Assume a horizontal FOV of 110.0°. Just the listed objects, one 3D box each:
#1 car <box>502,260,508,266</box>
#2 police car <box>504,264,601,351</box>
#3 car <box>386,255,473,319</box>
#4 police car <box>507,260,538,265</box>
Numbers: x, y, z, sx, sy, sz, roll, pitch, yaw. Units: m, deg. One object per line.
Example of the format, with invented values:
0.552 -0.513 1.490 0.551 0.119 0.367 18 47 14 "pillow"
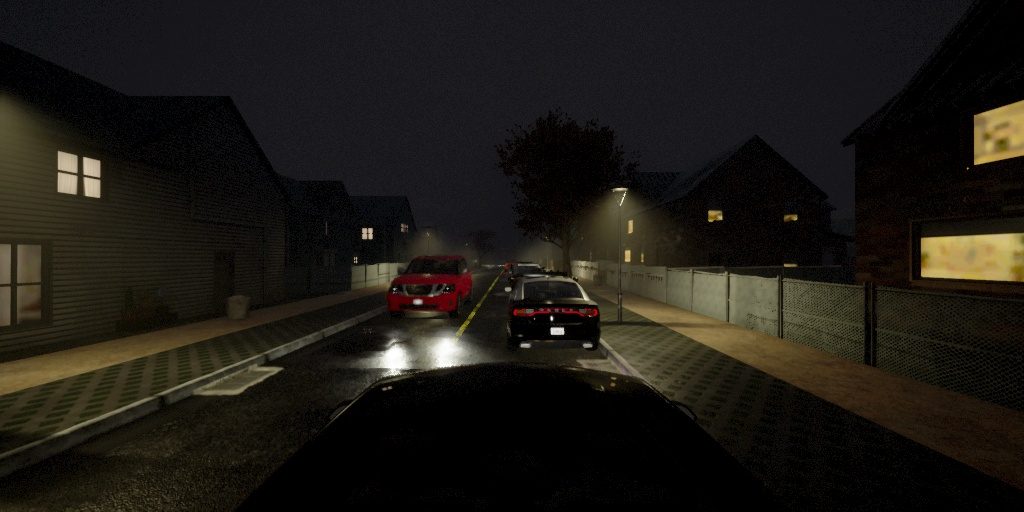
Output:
0.130 1.210 47.979 2.097 1.767 4.553 0 0 1 "car"
0.839 1.178 9.165 1.930 1.638 5.238 0 0 0 "police car"
-2.728 0.977 13.180 2.150 2.045 5.566 0 0 0 "car"
0.858 1.184 19.165 1.930 1.638 5.238 0 0 0 "police car"
